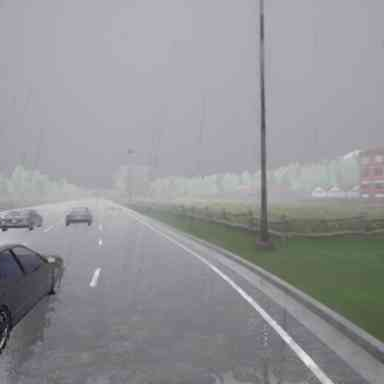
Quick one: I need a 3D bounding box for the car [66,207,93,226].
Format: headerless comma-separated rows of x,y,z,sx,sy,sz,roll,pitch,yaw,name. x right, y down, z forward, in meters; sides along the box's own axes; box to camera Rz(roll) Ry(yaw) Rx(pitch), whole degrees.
-9.247,1.954,27.530,1.994,1.385,4.181,0,-1,-15,car

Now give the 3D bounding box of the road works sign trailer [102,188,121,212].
-12.110,1.139,50.971,2.380,3.560,2.880,0,-1,-15,road works sign trailer

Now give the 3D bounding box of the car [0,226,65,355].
-3.783,1.649,5.924,2.033,1.411,5.357,0,-1,-8,car

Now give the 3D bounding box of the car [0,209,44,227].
-11.654,1.910,23.052,2.033,1.411,5.357,0,-1,-15,car
